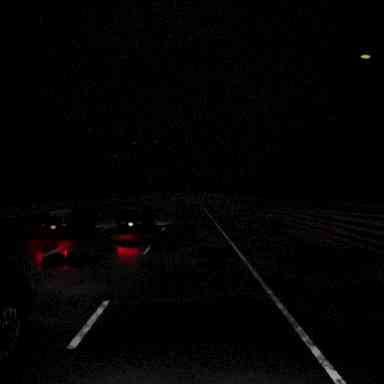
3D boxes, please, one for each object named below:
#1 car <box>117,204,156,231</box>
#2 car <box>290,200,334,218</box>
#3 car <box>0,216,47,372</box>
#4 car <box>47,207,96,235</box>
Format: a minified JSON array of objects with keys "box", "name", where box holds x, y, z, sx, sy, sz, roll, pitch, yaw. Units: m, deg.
[{"box":[-3.408,1.532,20.858,1.837,1.490,4.892,0,0,0],"name":"car"},{"box":[10.324,1.458,28.950,2.097,1.767,4.553,0,0,-12],"name":"car"},{"box":[-3.405,1.225,2.471,2.150,2.045,5.566,0,0,0],"name":"car"},{"box":[-6.901,1.551,18.844,1.812,1.442,4.674,0,0,0],"name":"car"}]
